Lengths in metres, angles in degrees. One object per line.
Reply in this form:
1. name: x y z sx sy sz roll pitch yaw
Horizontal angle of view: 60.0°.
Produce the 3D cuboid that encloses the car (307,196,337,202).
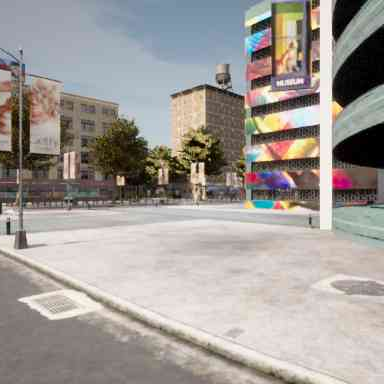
1. car: 14.979 1.320 39.725 4.674 1.452 2.002 0 0 -44
